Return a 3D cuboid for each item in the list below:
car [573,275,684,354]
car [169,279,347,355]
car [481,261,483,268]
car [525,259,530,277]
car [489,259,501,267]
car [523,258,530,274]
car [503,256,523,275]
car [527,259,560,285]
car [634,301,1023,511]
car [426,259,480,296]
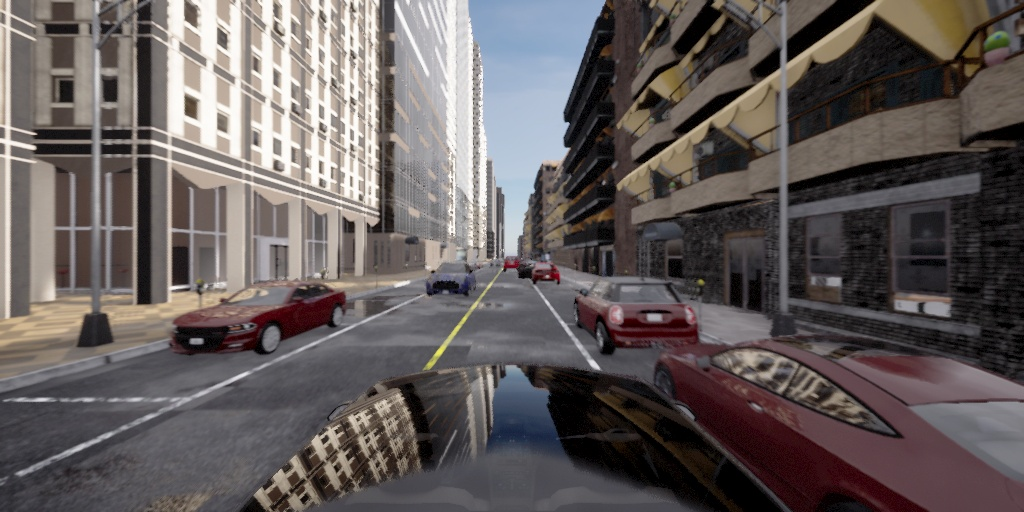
[{"bbox_3d":[2.691,1.187,8.712,1.967,1.591,4.097,0,0,0],"label":"car"},{"bbox_3d":[-5.690,1.292,8.712,1.888,1.381,4.507,0,0,0],"label":"car"},{"bbox_3d":[-5.688,1.183,53.900,1.967,1.591,4.097,0,0,0],"label":"car"},{"bbox_3d":[2.692,1.307,36.954,1.948,1.339,4.313,0,0,0],"label":"car"},{"bbox_3d":[-2.998,1.249,64.798,2.128,1.511,4.902,0,0,0],"label":"car"},{"bbox_3d":[2.692,1.293,48.251,2.007,1.370,4.403,0,0,0],"label":"car"},{"bbox_3d":[0.023,0.967,46.907,2.150,2.045,5.566,0,0,0],"label":"car"},{"bbox_3d":[2.362,1.220,26.368,1.882,1.535,5.008,0,0,0],"label":"car"},{"bbox_3d":[2.690,1.332,3.063,1.802,1.307,4.207,0,0,0],"label":"car"},{"bbox_3d":[-3.097,1.096,18.975,2.097,1.767,4.553,0,0,0],"label":"car"}]
